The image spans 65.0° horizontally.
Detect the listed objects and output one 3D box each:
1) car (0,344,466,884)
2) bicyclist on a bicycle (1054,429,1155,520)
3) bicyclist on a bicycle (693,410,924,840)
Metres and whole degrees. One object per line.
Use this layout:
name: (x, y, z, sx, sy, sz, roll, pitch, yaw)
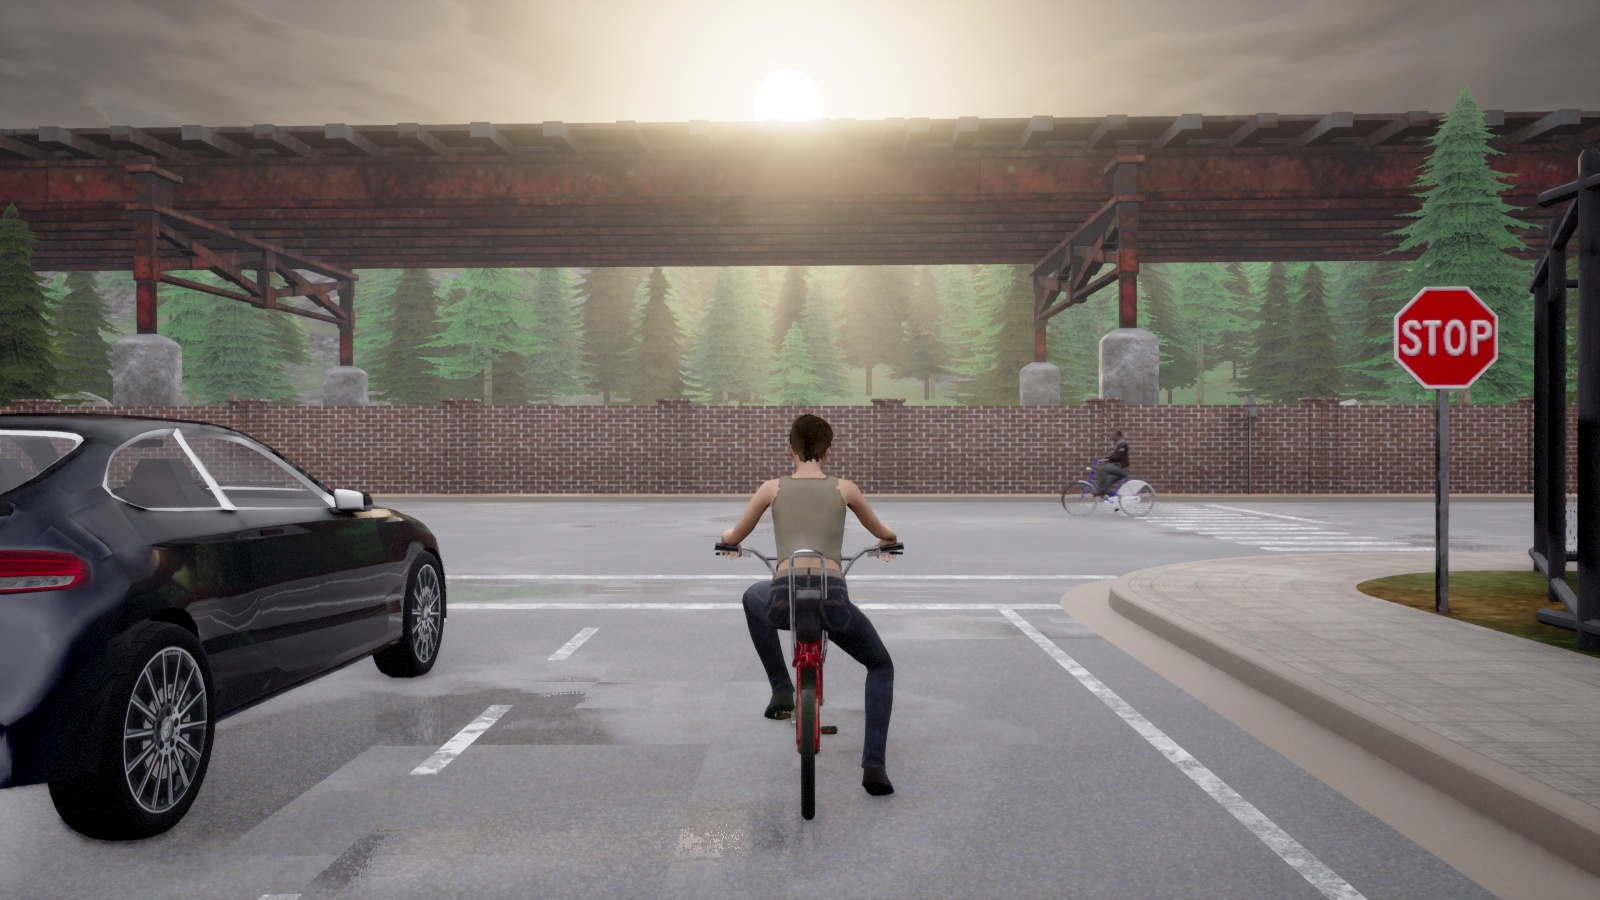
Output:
car: (-3.448, 0.486, 6.353, 2.152, 1.651, 5.027, 0, 0, 0)
bicyclist on a bicycle: (6.067, 0.481, 25.035, 1.843, 1.776, 0.659, 0, 0, 1)
bicyclist on a bicycle: (0.039, 0.652, 5.464, 0.866, 1.612, 1.509, 0, 0, 1)
